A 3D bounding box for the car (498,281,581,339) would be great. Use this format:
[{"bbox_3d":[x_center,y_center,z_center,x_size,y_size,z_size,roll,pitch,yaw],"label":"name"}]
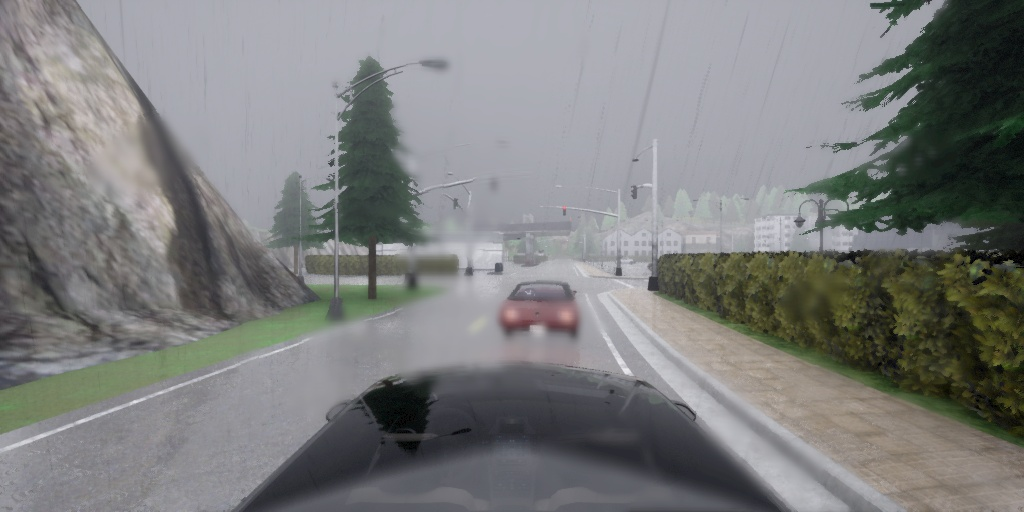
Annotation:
[{"bbox_3d":[0.921,1.351,10.183,1.895,1.301,4.718,0,0,8],"label":"car"}]
